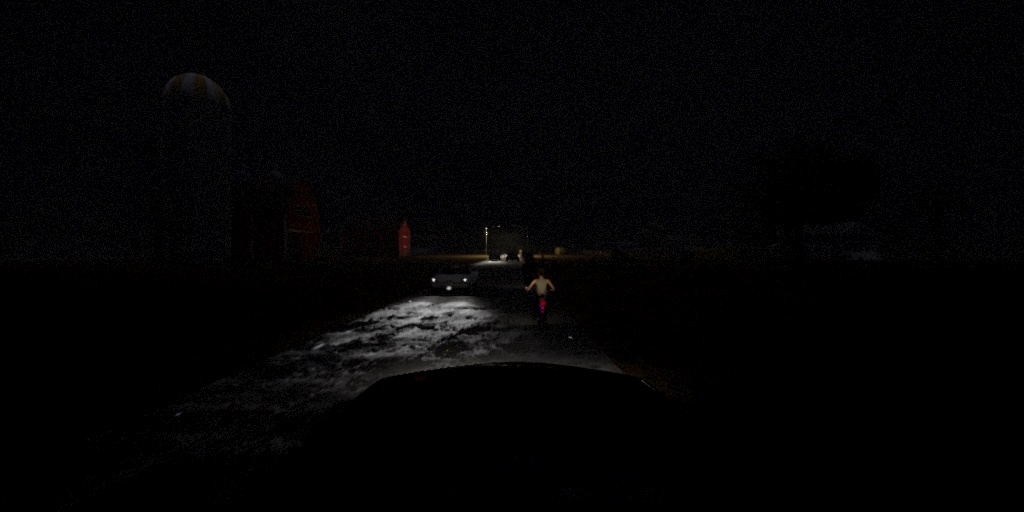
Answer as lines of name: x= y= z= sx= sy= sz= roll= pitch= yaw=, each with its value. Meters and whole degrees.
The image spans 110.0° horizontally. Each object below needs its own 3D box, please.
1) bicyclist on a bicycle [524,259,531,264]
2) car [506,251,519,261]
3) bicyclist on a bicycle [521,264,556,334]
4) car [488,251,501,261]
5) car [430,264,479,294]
bicyclist on a bicycle: x=0.753 y=0.991 z=17.766 sx=0.582 sy=1.620 sz=1.656 roll=0 pitch=1 yaw=0
car: x=0.084 y=0.104 z=58.168 sx=1.994 sy=1.385 sz=4.181 roll=0 pitch=1 yaw=0
bicyclist on a bicycle: x=0.750 y=1.105 z=9.349 sx=0.866 sy=1.612 sz=1.509 roll=0 pitch=1 yaw=0
car: x=-2.822 y=0.009 z=59.028 sx=2.128 sy=1.511 sz=4.902 roll=0 pitch=1 yaw=0
car: x=-2.853 y=1.126 z=18.484 sx=1.895 sy=1.301 sz=4.718 roll=0 pitch=1 yaw=0
